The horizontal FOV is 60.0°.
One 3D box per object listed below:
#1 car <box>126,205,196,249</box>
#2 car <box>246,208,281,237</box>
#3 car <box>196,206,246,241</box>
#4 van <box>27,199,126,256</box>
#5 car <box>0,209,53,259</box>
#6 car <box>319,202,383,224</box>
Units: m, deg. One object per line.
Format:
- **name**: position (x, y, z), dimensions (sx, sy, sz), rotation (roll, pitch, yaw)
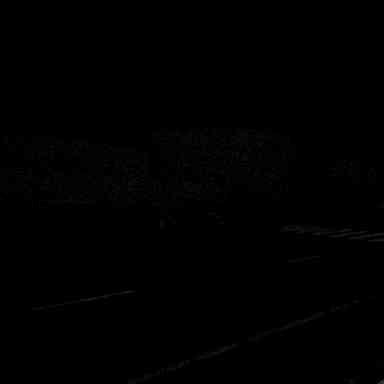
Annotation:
- **car**: position (-2.428, 1.369, 14.820), dimensions (4.553, 1.767, 2.185), rotation (-1, -1, 34)
- **car**: position (2.450, 1.527, 18.298), dimensions (4.792, 1.488, 2.163), rotation (-1, -1, 34)
- **car**: position (-0.021, 1.536, 16.564), dimensions (4.674, 1.452, 2.002), rotation (-1, -1, 35)
- **van**: position (-4.981, 1.270, 13.173), dimensions (4.442, 1.987, 1.878), rotation (-1, -1, 35)
- **car**: position (-7.307, 1.494, 11.371), dimensions (4.892, 1.521, 2.231), rotation (-1, -1, 34)
- **car**: position (12.228, 1.531, 25.264), dimensions (4.792, 1.488, 2.163), rotation (-1, -1, 34)
